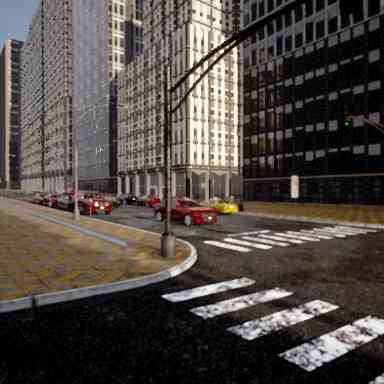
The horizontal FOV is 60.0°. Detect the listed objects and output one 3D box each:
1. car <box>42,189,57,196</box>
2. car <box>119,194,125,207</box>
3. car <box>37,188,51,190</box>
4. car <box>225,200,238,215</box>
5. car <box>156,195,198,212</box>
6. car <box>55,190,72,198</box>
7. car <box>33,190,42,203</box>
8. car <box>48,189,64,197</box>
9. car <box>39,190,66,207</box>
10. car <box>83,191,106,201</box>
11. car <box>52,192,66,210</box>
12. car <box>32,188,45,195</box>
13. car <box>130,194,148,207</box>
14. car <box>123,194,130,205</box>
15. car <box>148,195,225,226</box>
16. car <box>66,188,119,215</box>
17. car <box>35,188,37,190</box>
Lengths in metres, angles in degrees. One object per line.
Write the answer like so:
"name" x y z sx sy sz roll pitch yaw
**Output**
"car" -31.344 0.097 73.072 1.887 1.381 4.507 1 0 -36
"car" -8.631 1.037 32.101 1.895 1.301 4.718 0 1 -36
"car" -20.737 0.548 48.854 2.128 1.511 4.902 0 1 -36
"car" 1.748 1.119 27.867 1.752 1.417 4.829 1 0 -36
"car" -1.534 1.058 32.215 1.947 1.339 4.313 1 0 -36
"car" -24.819 0.282 64.130 1.752 1.417 4.829 1 0 -36
"car" -18.234 0.790 40.886 1.802 1.307 4.206 1 0 -36
"car" -28.032 0.207 68.532 2.008 1.369 4.403 1 0 -36
"car" -14.921 0.857 36.347 1.887 1.381 4.507 1 0 -36
"car" -14.783 0.639 50.374 1.947 1.339 4.313 1 0 -36
"car" -11.610 0.984 31.808 1.947 1.339 4.313 1 0 -36
"car" -37.966 -0.215 82.151 1.967 1.590 4.097 1 0 -36
"car" -4.846 0.969 36.754 1.802 1.307 4.206 1 0 -36
"car" -8.159 0.848 41.294 1.947 1.339 4.313 1 0 -36
"car" -0.515 1.172 20.964 1.882 1.535 5.008 0 1 -38
"car" -8.293 0.838 27.267 2.192 1.841 5.009 1 0 -36
"car" -34.654 -0.111 77.612 1.967 1.590 4.097 1 0 -36
